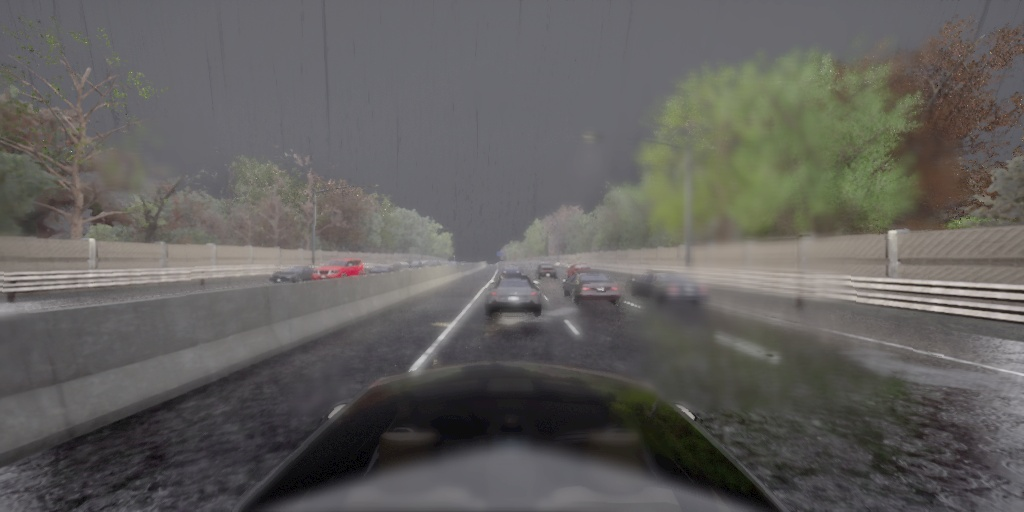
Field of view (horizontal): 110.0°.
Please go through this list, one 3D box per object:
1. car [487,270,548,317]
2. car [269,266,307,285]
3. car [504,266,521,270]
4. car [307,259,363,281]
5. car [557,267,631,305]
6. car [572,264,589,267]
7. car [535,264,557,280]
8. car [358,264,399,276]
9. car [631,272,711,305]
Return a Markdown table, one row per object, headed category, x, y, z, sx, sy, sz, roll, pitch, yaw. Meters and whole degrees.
| category | x | y | z | sx | sy | sz | roll | pitch | yaw |
| --- | --- | --- | --- | --- | --- | --- | --- | --- | --- |
| car | 0.117 | 1.431 | 13.854 | 1.994 | 1.385 | 4.181 | 0 | 0 | 0 |
| car | -17.654 | 1.558 | 29.890 | 2.033 | 1.411 | 5.357 | 0 | -1 | -1 |
| car | -0.011 | 1.674 | 35.530 | 1.895 | 1.301 | 4.718 | 0 | -1 | -1 |
| car | -14.147 | 1.232 | 29.739 | 2.150 | 2.045 | 5.566 | 0 | -1 | -1 |
| car | 3.623 | 1.445 | 16.965 | 2.033 | 1.411 | 5.357 | 0 | -1 | 0 |
| car | 6.969 | 1.567 | 36.844 | 1.882 | 1.535 | 5.008 | 0 | -1 | -1 |
| car | 3.476 | 1.587 | 36.312 | 1.837 | 1.490 | 4.892 | 0 | -1 | -1 |
| car | -10.647 | 1.576 | 29.628 | 1.994 | 1.385 | 4.181 | 0 | -1 | -1 |
| car | 7.120 | 1.445 | 16.901 | 2.033 | 1.411 | 5.357 | 0 | -1 | 0 |
